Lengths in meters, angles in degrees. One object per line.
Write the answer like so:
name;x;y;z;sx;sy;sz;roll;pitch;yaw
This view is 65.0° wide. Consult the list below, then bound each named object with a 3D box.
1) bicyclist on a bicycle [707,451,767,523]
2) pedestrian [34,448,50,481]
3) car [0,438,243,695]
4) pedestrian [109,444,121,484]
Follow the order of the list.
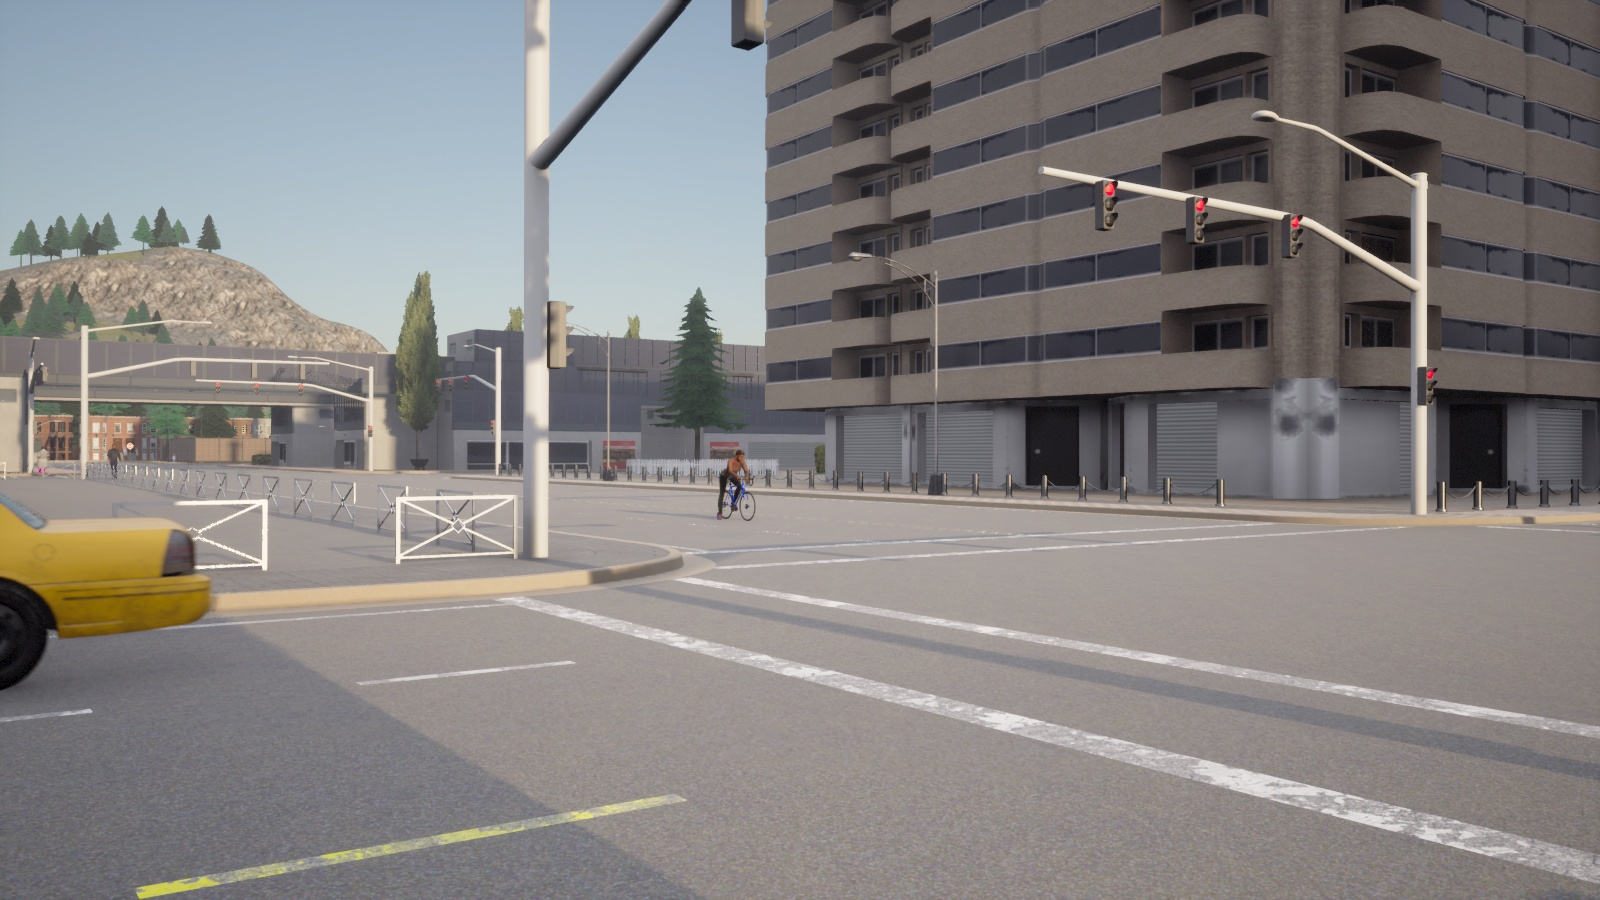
bicyclist on a bicycle;-1.467;0.827;28.998;0.582;1.620;1.656;0;0;-35
pedestrian;-45.745;0.861;75.783;0.873;1.952;0.659;0;0;45
car;-6.476;0.716;7.679;5.366;1.575;1.801;0;0;-35
pedestrian;-34.131;0.684;62.555;0.423;1.949;0.788;0;0;-36
